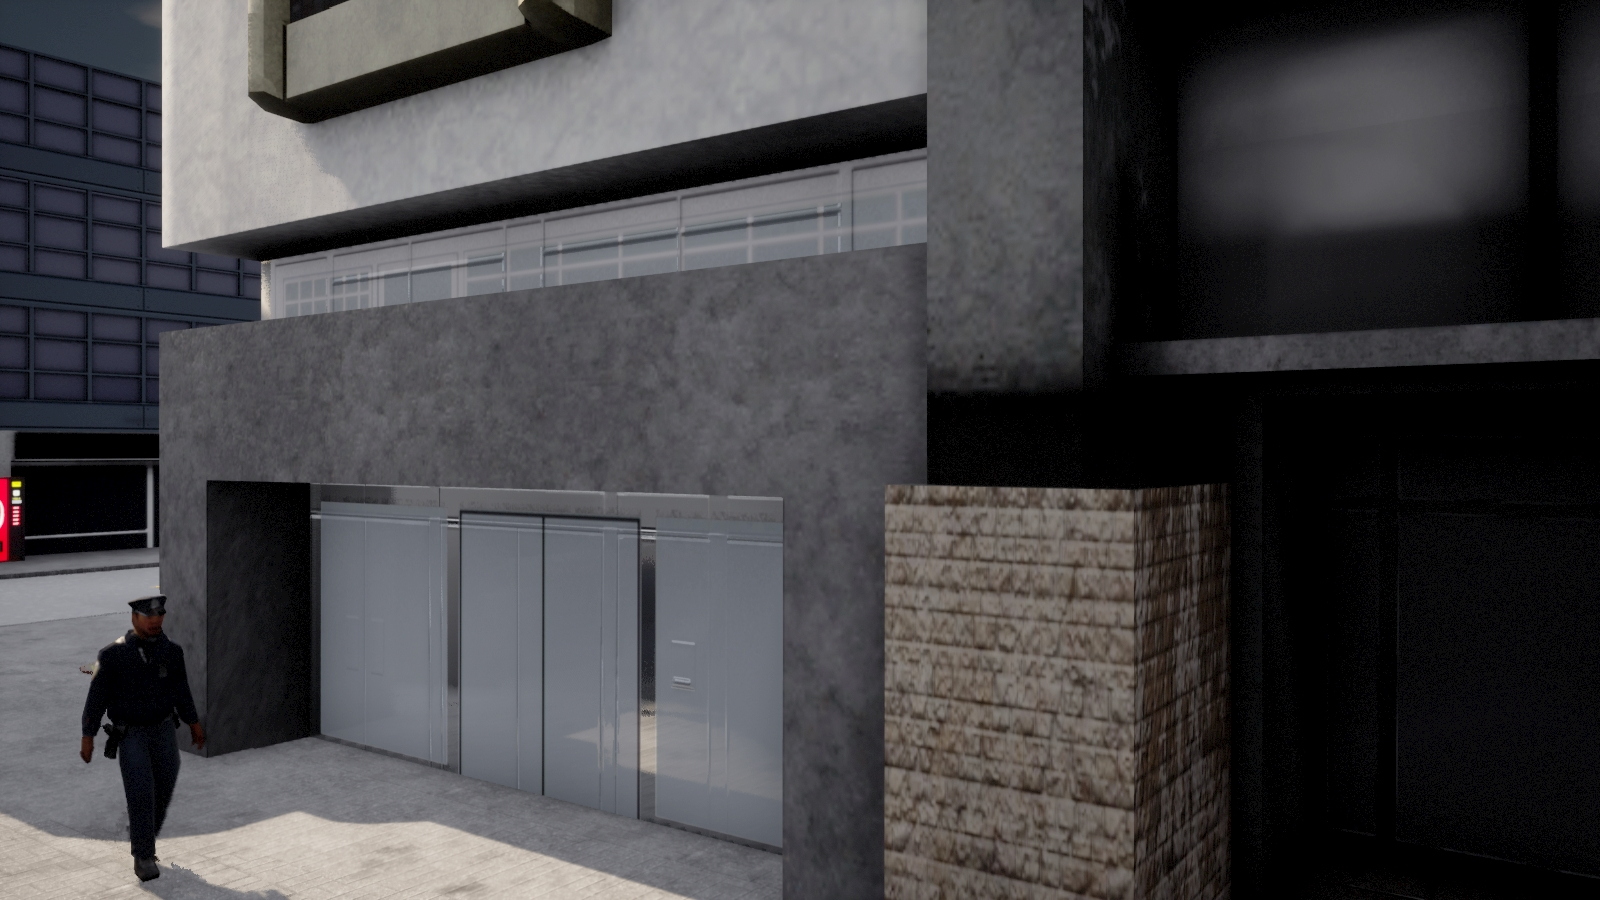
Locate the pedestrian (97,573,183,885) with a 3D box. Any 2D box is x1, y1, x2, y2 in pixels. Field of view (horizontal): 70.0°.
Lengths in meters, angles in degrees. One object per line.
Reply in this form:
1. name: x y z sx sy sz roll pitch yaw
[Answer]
1. pedestrian: -4.205 1.743 7.280 0.375 1.860 0.375 0 0 42
